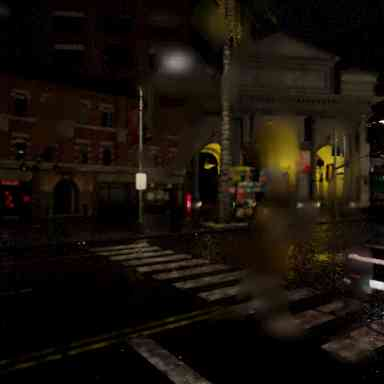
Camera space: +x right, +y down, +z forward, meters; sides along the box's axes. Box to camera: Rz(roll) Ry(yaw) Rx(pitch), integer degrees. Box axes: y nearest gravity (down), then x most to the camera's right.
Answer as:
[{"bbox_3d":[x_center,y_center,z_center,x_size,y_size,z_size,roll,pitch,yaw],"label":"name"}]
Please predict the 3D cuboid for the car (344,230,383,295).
[{"bbox_3d":[5.464,1.544,7.647,4.902,1.511,2.128,0,0,-35],"label":"car"}]
